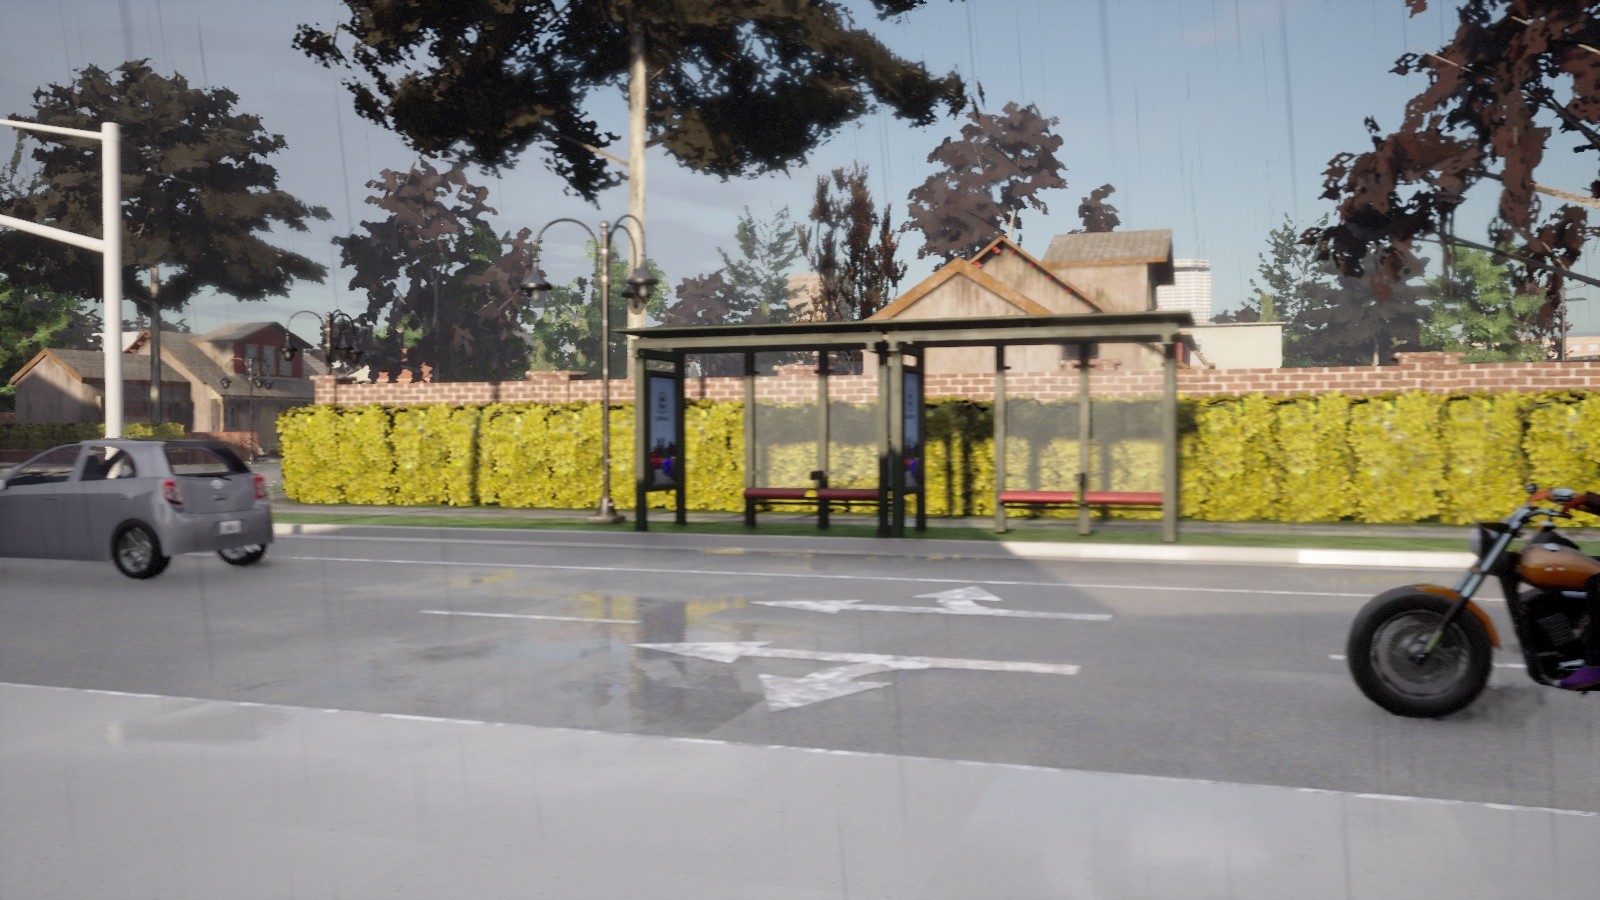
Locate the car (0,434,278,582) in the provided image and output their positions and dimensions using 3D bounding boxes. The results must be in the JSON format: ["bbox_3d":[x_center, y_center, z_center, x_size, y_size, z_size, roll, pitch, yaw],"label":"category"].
[{"bbox_3d":[-8.107,0.580,14.361,3.633,1.501,1.845,1,1,19],"label":"car"}]

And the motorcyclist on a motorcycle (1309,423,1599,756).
[{"bbox_3d":[3.972,0.686,6.604,2.350,1.649,0.766,0,1,19],"label":"motorcyclist on a motorcycle"}]
